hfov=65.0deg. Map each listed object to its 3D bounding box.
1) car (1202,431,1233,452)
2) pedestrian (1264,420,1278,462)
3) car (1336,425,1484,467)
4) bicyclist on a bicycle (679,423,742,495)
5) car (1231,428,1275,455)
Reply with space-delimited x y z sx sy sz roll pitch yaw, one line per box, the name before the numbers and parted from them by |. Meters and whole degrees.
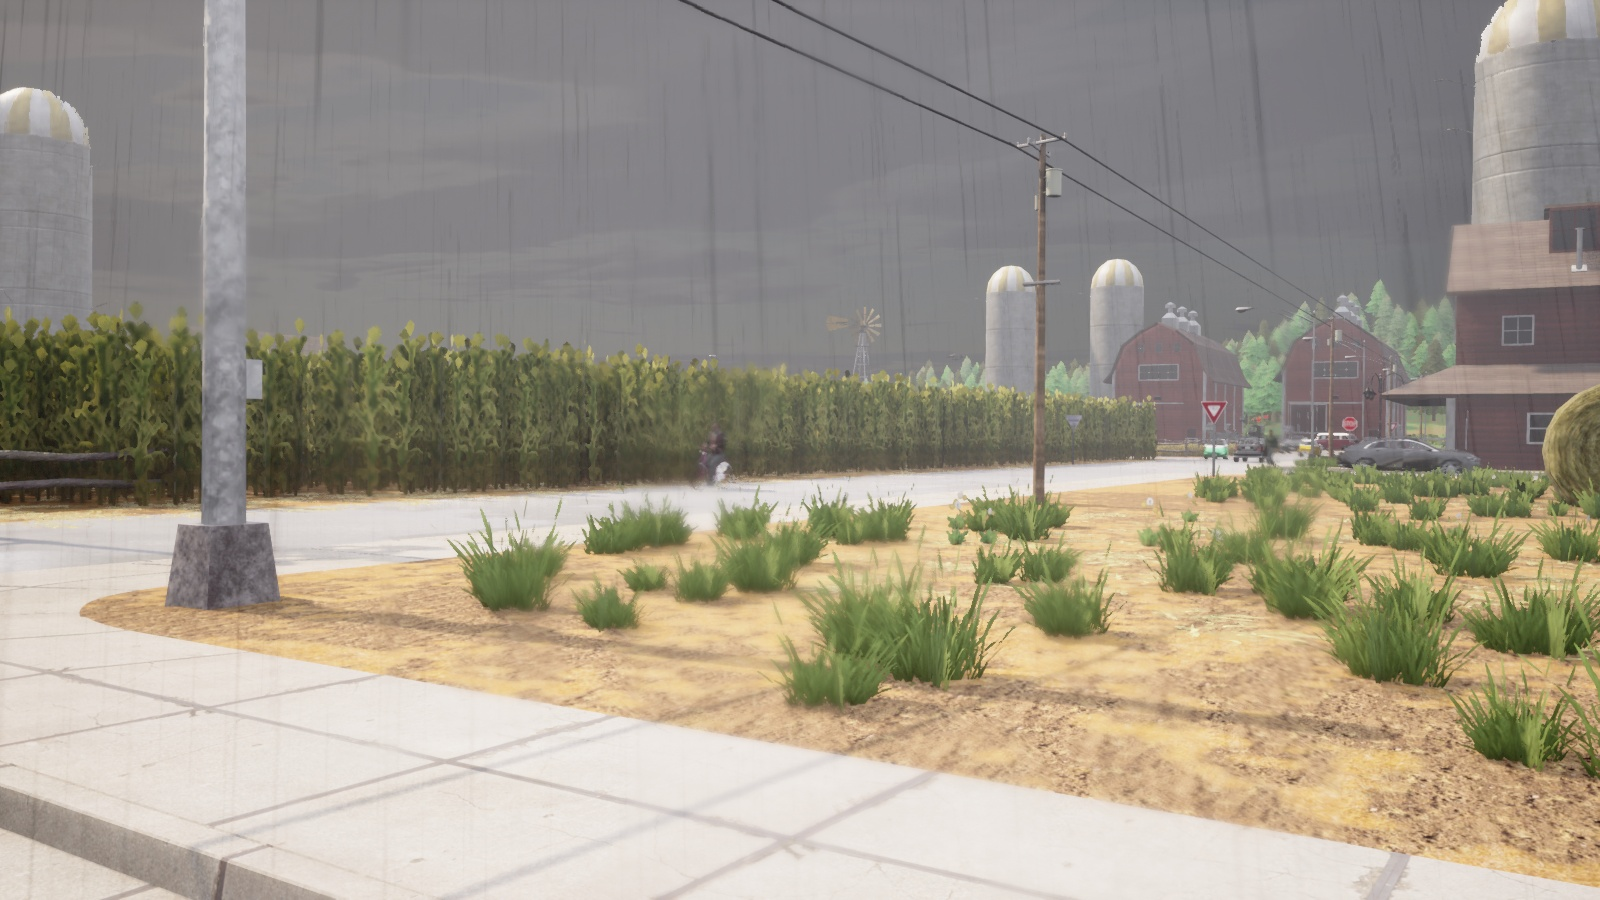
car | 27.415 -0.553 82.469 1.481 1.376 2.207 0 1 31
pedestrian | 20.504 -0.392 54.647 0.614 1.847 0.353 -1 1 -43
car | 22.937 -0.158 47.293 4.902 1.511 2.128 0 1 27
bicyclist on a bicycle | -2.271 0.219 32.117 0.659 1.776 1.843 0 1 31
car | 27.061 -0.524 74.976 1.789 1.549 3.705 0 1 30
